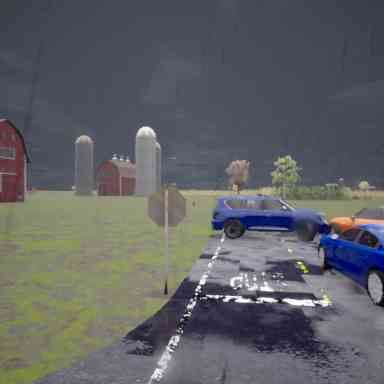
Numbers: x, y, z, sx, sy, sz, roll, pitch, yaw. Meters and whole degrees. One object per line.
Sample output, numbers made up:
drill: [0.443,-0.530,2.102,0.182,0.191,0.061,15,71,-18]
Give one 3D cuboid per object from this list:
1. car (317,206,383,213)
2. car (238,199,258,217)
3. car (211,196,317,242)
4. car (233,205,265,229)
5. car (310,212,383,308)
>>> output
car: [7.781,1.367,13.799,2.097,1.767,4.553,0,0,-21]
car: [5.528,1.501,32.991,1.837,1.490,4.892,0,0,9]
car: [3.729,1.218,16.404,5.566,2.045,2.150,0,0,16]
car: [3.863,1.600,22.685,1.895,1.301,4.718,0,0,9]
car: [4.602,1.480,7.920,1.882,1.535,5.008,0,0,3]
